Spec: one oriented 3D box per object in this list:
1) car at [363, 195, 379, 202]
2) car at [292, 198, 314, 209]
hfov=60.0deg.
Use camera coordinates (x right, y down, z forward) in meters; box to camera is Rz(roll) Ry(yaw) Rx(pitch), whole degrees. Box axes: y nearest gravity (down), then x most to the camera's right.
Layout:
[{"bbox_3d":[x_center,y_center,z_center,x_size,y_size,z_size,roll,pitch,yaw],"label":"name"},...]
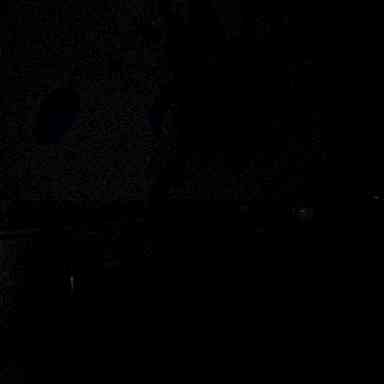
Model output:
[{"bbox_3d":[40.863,1.377,76.561,2.097,1.767,4.553,0,0,36],"label":"car"},{"bbox_3d":[15.341,1.583,45.922,1.994,1.385,4.181,0,0,36],"label":"car"}]
